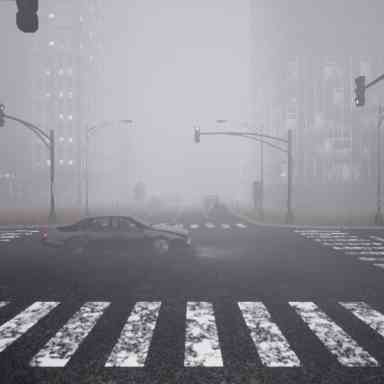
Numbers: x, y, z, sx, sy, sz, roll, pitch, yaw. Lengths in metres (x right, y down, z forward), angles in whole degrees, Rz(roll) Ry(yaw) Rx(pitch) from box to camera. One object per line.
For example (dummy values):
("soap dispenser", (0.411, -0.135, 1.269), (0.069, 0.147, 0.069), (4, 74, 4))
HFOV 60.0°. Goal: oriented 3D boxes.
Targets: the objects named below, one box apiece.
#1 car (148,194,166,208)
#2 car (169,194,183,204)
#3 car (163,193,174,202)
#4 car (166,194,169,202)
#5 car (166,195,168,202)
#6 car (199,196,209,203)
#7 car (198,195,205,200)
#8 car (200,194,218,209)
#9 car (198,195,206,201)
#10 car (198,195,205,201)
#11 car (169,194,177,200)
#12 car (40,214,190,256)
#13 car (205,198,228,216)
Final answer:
("car", (-5.337, 1.419, 48.650), (1.967, 1.590, 4.097), (-1, 0, 0))
("car", (-2.763, 1.320, 64.366), (2.097, 1.767, 4.553), (0, 0, 0))
("car", (-5.345, 1.273, 76.272), (2.192, 1.841, 5.009), (-1, 0, 0))
("car", (-5.342, 1.403, 70.748), (1.967, 1.590, 4.097), (-1, 0, 0))
("car", (-5.337, 1.557, 54.174), (1.802, 1.307, 4.206), (-1, 0, 0))
("car", (2.540, 1.507, 70.774), (1.887, 1.381, 4.507), (-1, 0, 0))
("car", (2.535, 1.488, 92.873), (1.887, 1.381, 4.507), (-1, 0, 0))
("car", (2.530, 1.297, 43.152), (2.192, 1.841, 5.009), (-1, 0, 0))
("car", (2.538, 1.535, 81.824), (1.802, 1.307, 4.206), (-1, 0, 0))
("car", (2.536, 1.473, 87.518), (1.752, 1.417, 4.829), (-1, 0, 0))
("car", (-5.347, 1.383, 92.846), (1.967, 1.590, 4.097), (-1, 0, 0))
("car", (-2.742, 1.543, 12.483), (5.357, 1.411, 2.033), (0, 0, 0))
("car", (2.515, 1.569, 32.103), (1.802, 1.307, 4.206), (-1, 0, 0))
